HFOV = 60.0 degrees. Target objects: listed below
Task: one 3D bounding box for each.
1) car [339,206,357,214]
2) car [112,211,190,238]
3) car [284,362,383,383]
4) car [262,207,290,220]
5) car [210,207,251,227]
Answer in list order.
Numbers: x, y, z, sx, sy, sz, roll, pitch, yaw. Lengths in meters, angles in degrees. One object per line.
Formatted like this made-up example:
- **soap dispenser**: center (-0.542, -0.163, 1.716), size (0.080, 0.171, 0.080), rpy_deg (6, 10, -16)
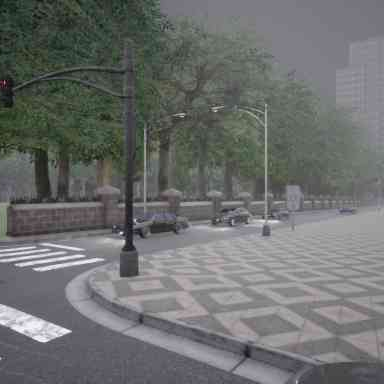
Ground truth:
- **car**: center (25.192, 2.844, 53.472), size (1.895, 1.301, 4.718), rpy_deg (0, -1, 36)
- **car**: center (-2.296, 1.888, 20.214), size (2.033, 1.411, 5.357), rpy_deg (0, -1, 35)
- **car**: center (2.349, 1.551, 1.283), size (4.403, 1.369, 2.008), rpy_deg (0, 0, 36)
- **car**: center (9.209, 2.317, 36.429), size (1.994, 1.385, 4.181), rpy_deg (0, -1, 35)
- **car**: center (3.390, 2.047, 28.235), size (1.837, 1.490, 4.892), rpy_deg (0, -1, 35)
